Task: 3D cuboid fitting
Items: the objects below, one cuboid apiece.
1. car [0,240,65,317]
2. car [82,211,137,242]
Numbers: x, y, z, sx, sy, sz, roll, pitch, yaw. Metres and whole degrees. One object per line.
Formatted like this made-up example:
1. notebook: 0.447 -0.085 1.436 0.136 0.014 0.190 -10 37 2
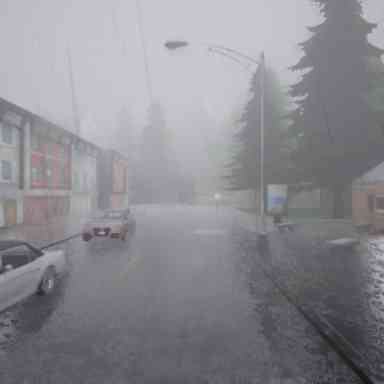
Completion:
1. car: -4.077 1.634 6.007 1.895 1.301 4.718 0 0 0
2. car: -4.047 1.656 16.948 1.994 1.385 4.181 0 0 1
